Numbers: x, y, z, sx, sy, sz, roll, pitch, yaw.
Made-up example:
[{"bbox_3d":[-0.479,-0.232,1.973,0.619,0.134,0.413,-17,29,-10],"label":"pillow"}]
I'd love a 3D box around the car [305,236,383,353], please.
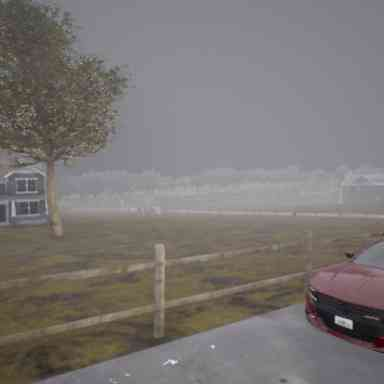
[{"bbox_3d":[4.104,1.524,5.996,5.008,1.535,1.882,1,0,-35],"label":"car"}]
